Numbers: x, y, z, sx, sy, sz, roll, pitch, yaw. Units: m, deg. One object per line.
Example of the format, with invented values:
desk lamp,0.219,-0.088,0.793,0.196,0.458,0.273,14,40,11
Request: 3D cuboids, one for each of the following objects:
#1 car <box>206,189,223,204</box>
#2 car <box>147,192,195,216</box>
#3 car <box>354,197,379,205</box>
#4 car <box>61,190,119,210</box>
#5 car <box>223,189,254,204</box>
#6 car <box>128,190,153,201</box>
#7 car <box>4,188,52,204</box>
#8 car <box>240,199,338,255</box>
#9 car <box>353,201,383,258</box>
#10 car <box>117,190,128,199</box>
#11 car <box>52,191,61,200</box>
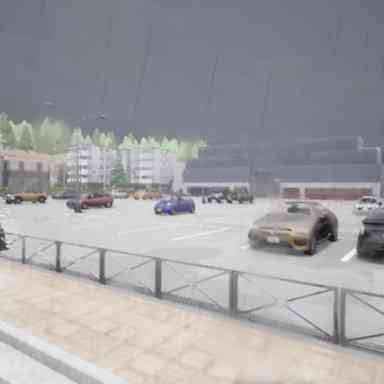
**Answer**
car,3.618,0.540,44.251,1.905,1.878,3.866,1,1,35
car,-1.360,0.982,25.636,1.845,1.501,3.633,1,1,35
car,14.758,1.141,27.841,1.970,1.475,3.806,1,1,35
car,-9.548,0.826,31.361,2.007,1.523,4.514,1,1,35
car,6.241,0.597,42.935,1.932,1.855,4.605,1,1,35
car,-6.898,0.444,51.538,2.152,1.636,5.027,1,1,35
car,-19.379,0.453,39.038,1.932,1.855,4.605,1,1,35
car,4.005,1.200,12.583,2.152,1.636,5.027,1,1,35
car,6.613,1.251,10.840,2.007,1.523,4.514,1,1,35
car,-12.358,0.439,54.928,1.970,1.475,3.806,1,1,35
car,-19.384,0.498,51.221,2.007,1.523,4.514,1,1,35
